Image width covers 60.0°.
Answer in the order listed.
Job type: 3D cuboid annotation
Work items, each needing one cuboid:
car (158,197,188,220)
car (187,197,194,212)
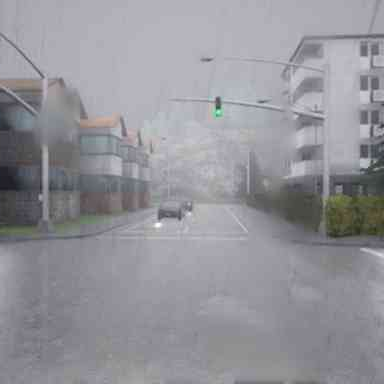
[{"bbox_3d":[-1.662,1.482,28.083,1.882,1.535,5.008,0,0,4],"label":"car"},{"bbox_3d":[-0.955,1.356,38.924,2.097,1.767,4.553,0,0,4],"label":"car"}]
